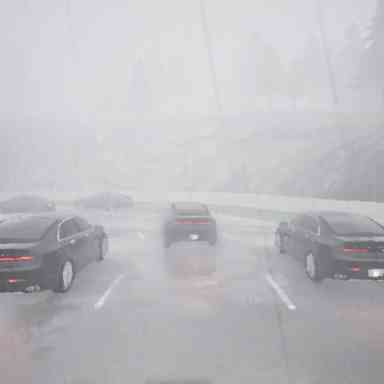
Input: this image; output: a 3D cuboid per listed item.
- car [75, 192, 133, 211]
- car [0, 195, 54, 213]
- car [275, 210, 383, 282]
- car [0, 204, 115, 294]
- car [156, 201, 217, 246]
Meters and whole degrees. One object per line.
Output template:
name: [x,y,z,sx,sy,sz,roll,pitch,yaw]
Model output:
car: [-6.925,0.742,25.946,4.902,1.511,2.128,1,1,24]
car: [-11.981,0.879,23.648,4.181,1.385,1.994,0,1,7]
car: [3.616,1.247,8.933,1.837,1.490,4.892,0,2,0]
car: [-3.441,1.268,8.107,1.837,1.490,4.892,0,2,0]
car: [-0.297,1.124,13.157,1.837,1.490,4.892,1,2,-9]
